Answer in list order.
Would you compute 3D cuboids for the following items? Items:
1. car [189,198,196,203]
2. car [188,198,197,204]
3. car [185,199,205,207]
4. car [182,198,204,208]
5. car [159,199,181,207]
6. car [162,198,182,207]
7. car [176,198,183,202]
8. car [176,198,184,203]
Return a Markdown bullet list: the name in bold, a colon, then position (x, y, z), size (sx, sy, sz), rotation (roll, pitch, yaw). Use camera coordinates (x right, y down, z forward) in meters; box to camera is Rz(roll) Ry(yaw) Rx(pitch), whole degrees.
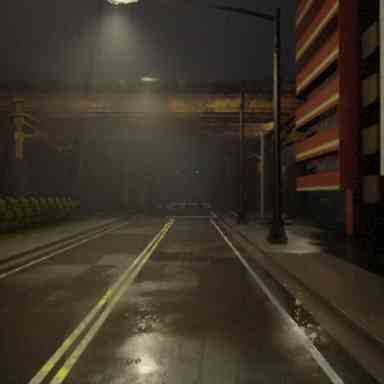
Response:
- **car**: position (0.092, 2.084, 83.116), size (1.853, 1.218, 4.536), rotation (0, -1, 0)
- **car**: position (0.093, 2.241, 83.062), size (2.038, 1.542, 4.974), rotation (0, -1, 0)
- **car**: position (0.461, 1.832, 56.518), size (1.853, 1.218, 4.536), rotation (0, -1, -20)
- **car**: position (0.479, 1.989, 56.467), size (2.038, 1.542, 4.974), rotation (0, -1, -20)
- **car**: position (-3.660, 1.835, 56.821), size (1.853, 1.218, 4.536), rotation (0, -1, 25)
- **car**: position (-3.682, 1.992, 56.772), size (2.038, 1.542, 4.974), rotation (0, -1, 25)
- **car**: position (-3.345, 2.165, 91.635), size (1.853, 1.218, 4.536), rotation (0, -1, 0)
- **car**: position (-3.344, 2.322, 91.582), size (2.038, 1.542, 4.974), rotation (0, -1, 0)
